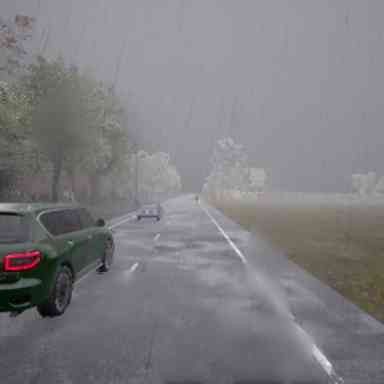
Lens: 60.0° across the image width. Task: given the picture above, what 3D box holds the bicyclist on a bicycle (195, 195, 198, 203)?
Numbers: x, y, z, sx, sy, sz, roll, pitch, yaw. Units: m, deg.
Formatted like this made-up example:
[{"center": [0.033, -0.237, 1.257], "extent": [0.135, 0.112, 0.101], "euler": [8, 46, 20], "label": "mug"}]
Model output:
[{"center": [0.960, 1.560, 71.849], "extent": [0.582, 1.620, 1.656], "euler": [0, -1, 0], "label": "bicyclist on a bicycle"}]

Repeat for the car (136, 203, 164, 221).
[{"center": [-3.402, 1.588, 27.774], "extent": [2.033, 1.411, 5.357], "euler": [0, 0, 0], "label": "car"}]

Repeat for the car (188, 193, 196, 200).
[{"center": [-0.004, 1.481, 89.618], "extent": [1.882, 1.535, 5.008], "euler": [0, 0, 0], "label": "car"}]

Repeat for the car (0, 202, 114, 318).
[{"center": [-3.400, 1.233, 7.582], "extent": [2.150, 2.045, 5.566], "euler": [0, 0, 0], "label": "car"}]

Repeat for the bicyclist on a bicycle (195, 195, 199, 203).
[{"center": [0.960, 1.464, 62.715], "extent": [0.659, 1.776, 1.843], "euler": [0, 0, 0], "label": "bicyclist on a bicycle"}]
